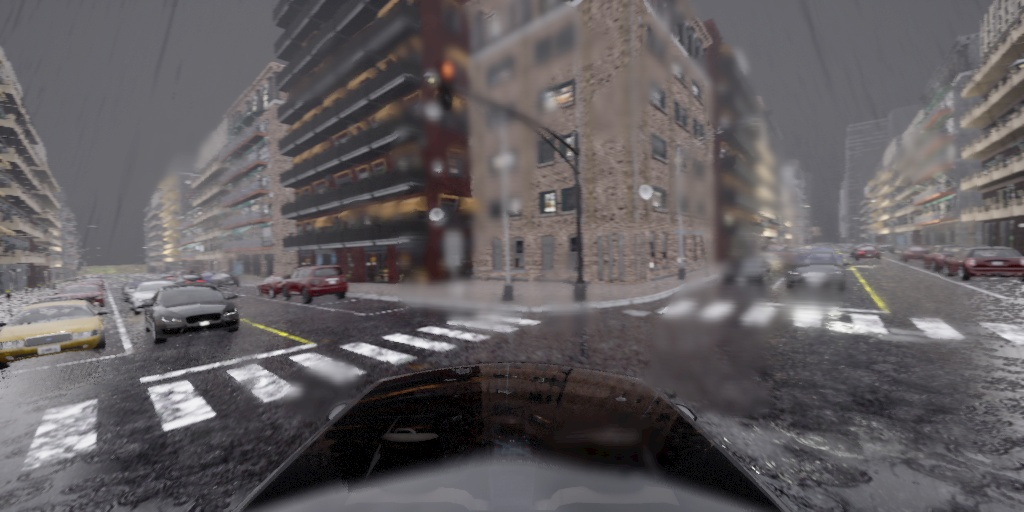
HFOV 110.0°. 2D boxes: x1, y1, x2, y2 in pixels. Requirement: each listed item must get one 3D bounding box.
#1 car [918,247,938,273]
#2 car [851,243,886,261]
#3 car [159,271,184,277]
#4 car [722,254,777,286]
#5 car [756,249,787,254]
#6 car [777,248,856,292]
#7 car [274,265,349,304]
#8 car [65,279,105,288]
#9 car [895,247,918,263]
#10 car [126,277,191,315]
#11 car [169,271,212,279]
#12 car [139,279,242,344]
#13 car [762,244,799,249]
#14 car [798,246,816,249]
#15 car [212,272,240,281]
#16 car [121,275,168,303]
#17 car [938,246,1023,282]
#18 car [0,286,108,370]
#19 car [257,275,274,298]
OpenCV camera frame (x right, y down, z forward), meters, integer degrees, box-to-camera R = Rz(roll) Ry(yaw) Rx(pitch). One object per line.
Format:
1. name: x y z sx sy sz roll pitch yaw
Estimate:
1. car: 25.789 0.107 20.997 1.967 1.591 4.097 0 0 42
2. car: 35.310 -0.295 35.622 1.812 1.442 4.674 -1 1 42
3. car: -41.364 2.886 42.853 4.902 1.511 2.128 -3 0 41
4. car: 11.981 0.678 18.069 1.948 1.339 4.313 0 0 42
5. car: 15.640 0.466 22.189 1.751 1.417 4.829 0 0 42
6. car: 13.145 0.607 15.492 2.128 1.511 4.902 -1 1 42
7. car: -10.705 1.465 19.484 5.009 1.841 2.192 0 0 41
8. car: -24.669 2.310 20.610 4.507 1.381 1.888 0 0 41
9. car: 33.332 -0.093 29.491 1.802 1.307 4.207 0 0 42
10. car: -17.745 1.995 17.971 4.674 1.442 1.812 -2 0 41
11. car: -27.985 2.366 31.164 4.892 1.490 1.837 -2 0 41
12. car: -10.236 1.669 11.397 4.892 1.490 1.837 -2 0 41
13. car: 19.524 0.083 26.562 2.192 1.841 5.009 0 0 42
14. car: 19.399 0.308 22.534 1.882 1.535 5.008 -1 1 41
15. car: -28.538 2.390 35.696 4.674 1.442 1.812 -2 0 41
16. car: -25.625 2.334 24.862 5.357 1.411 2.033 -2 0 41
17. car: 22.017 0.279 16.751 1.967 1.591 4.097 0 0 42
18. car: -11.752 1.772 9.318 4.829 1.417 1.751 0 0 41
19. car: -14.967 1.867 23.211 4.507 1.381 1.888 0 0 41
